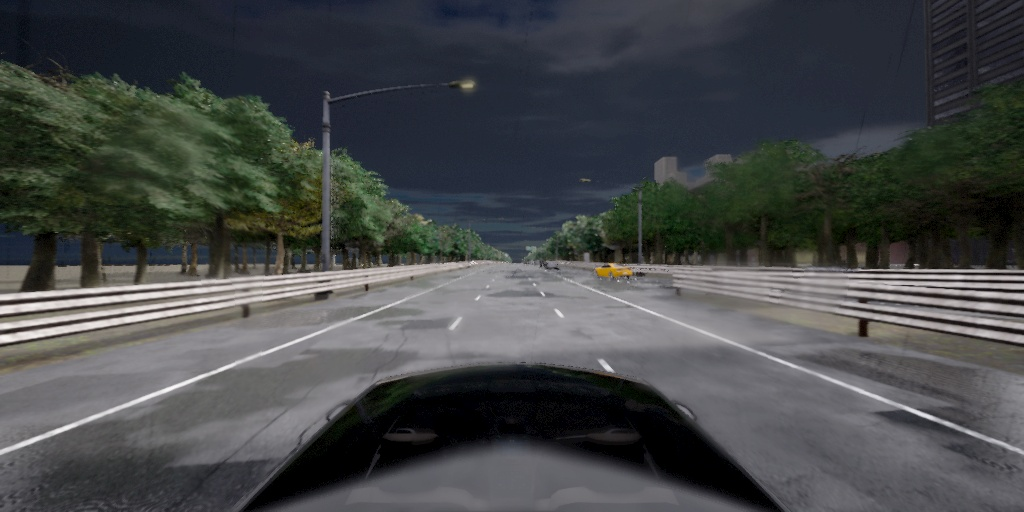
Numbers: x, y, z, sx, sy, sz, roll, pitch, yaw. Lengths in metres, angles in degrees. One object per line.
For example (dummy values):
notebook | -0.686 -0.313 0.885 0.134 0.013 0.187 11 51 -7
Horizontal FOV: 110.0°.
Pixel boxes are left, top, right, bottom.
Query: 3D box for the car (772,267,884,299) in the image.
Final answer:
car | 16.178 1.334 18.921 2.128 1.511 4.902 0 -1 -23

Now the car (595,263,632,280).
car | 10.096 1.483 36.168 1.882 1.535 5.008 0 0 -14

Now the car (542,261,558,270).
car | 6.798 1.703 62.557 1.994 1.385 4.181 0 0 -1
